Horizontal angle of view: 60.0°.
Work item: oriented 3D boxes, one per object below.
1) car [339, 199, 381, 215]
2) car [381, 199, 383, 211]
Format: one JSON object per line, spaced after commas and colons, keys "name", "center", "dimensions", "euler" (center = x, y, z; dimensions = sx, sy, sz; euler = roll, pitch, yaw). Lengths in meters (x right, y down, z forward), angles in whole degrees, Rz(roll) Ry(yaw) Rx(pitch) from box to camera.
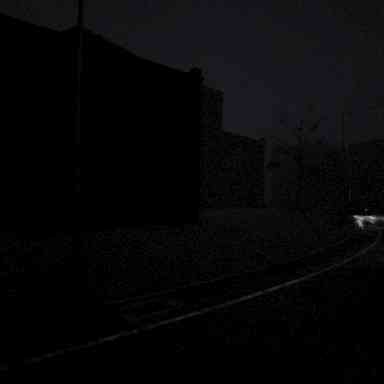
{"name": "car", "center": [16.530, 1.428, 33.634], "dimensions": [2.128, 1.511, 4.902], "euler": [1, 0, 4]}
{"name": "car", "center": [20.330, 1.465, 36.199], "dimensions": [2.128, 1.511, 4.902], "euler": [1, 0, 2]}
